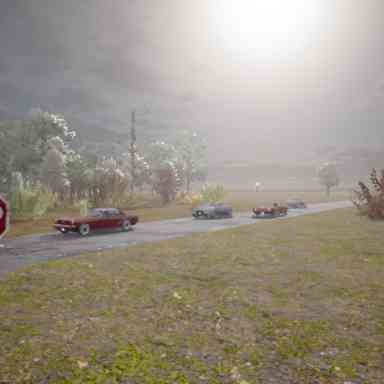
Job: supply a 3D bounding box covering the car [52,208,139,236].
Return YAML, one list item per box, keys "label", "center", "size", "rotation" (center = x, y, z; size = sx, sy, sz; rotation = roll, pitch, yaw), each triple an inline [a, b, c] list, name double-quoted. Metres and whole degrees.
- label: "car"
  center: [-5.285, 1.596, 18.709]
  size: [1.895, 1.301, 4.718]
  rotation: [0, 0, 35]

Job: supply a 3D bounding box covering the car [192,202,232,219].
- label: "car"
  center: [1.790, 1.549, 28.665]
  size: [1.994, 1.385, 4.181]
  rotation: [0, 0, 35]

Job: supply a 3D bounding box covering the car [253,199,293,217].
- label: "car"
  center: [7.541, 1.574, 31.254]
  size: [1.895, 1.301, 4.718]
  rotation: [0, 0, 35]

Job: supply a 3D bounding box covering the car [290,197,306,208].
- label: "car"
  center: [14.454, 1.484, 46.331]
  size: [1.837, 1.490, 4.892]
  rotation: [0, -1, 36]
